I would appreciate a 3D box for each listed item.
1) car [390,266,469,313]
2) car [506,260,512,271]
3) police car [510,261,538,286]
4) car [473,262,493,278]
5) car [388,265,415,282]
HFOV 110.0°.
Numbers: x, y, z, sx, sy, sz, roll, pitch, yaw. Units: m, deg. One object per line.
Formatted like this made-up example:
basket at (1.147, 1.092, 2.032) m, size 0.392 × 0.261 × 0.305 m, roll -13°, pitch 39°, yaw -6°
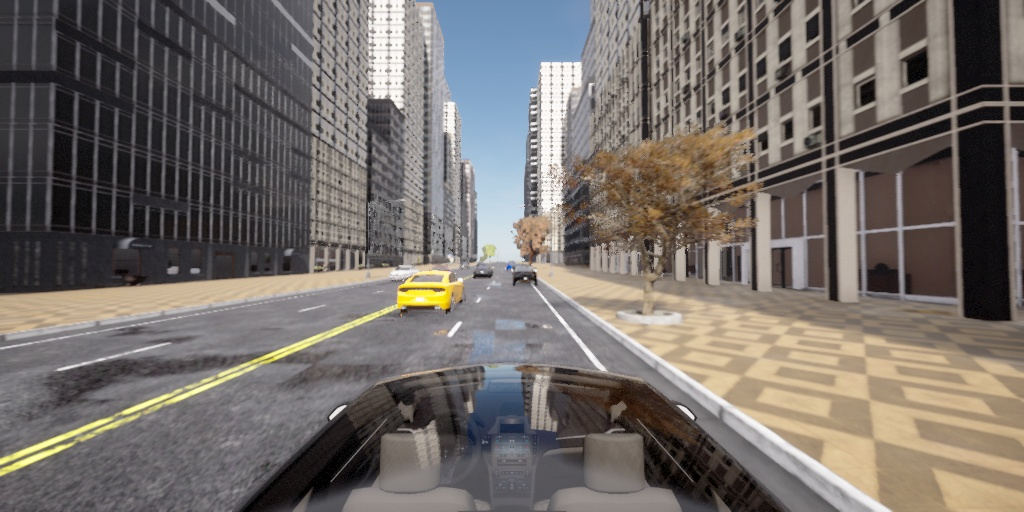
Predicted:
car at (-3.153, 1.358, 14.746) m, size 1.882 × 1.535 × 5.008 m, roll 0°, pitch 0°, yaw 0°
car at (-0.013, 1.835, 62.103) m, size 1.882 × 1.535 × 5.008 m, roll 0°, pitch -1°, yaw 0°
police car at (0.969, 1.443, 28.376) m, size 1.930 × 1.638 × 5.238 m, roll 0°, pitch -1°, yaw 0°
car at (-3.159, 1.698, 39.957) m, size 1.994 × 1.385 × 4.181 m, roll 0°, pitch -1°, yaw 0°
car at (-9.846, 1.590, 33.049) m, size 1.812 × 1.442 × 4.674 m, roll 0°, pitch -1°, yaw 0°
